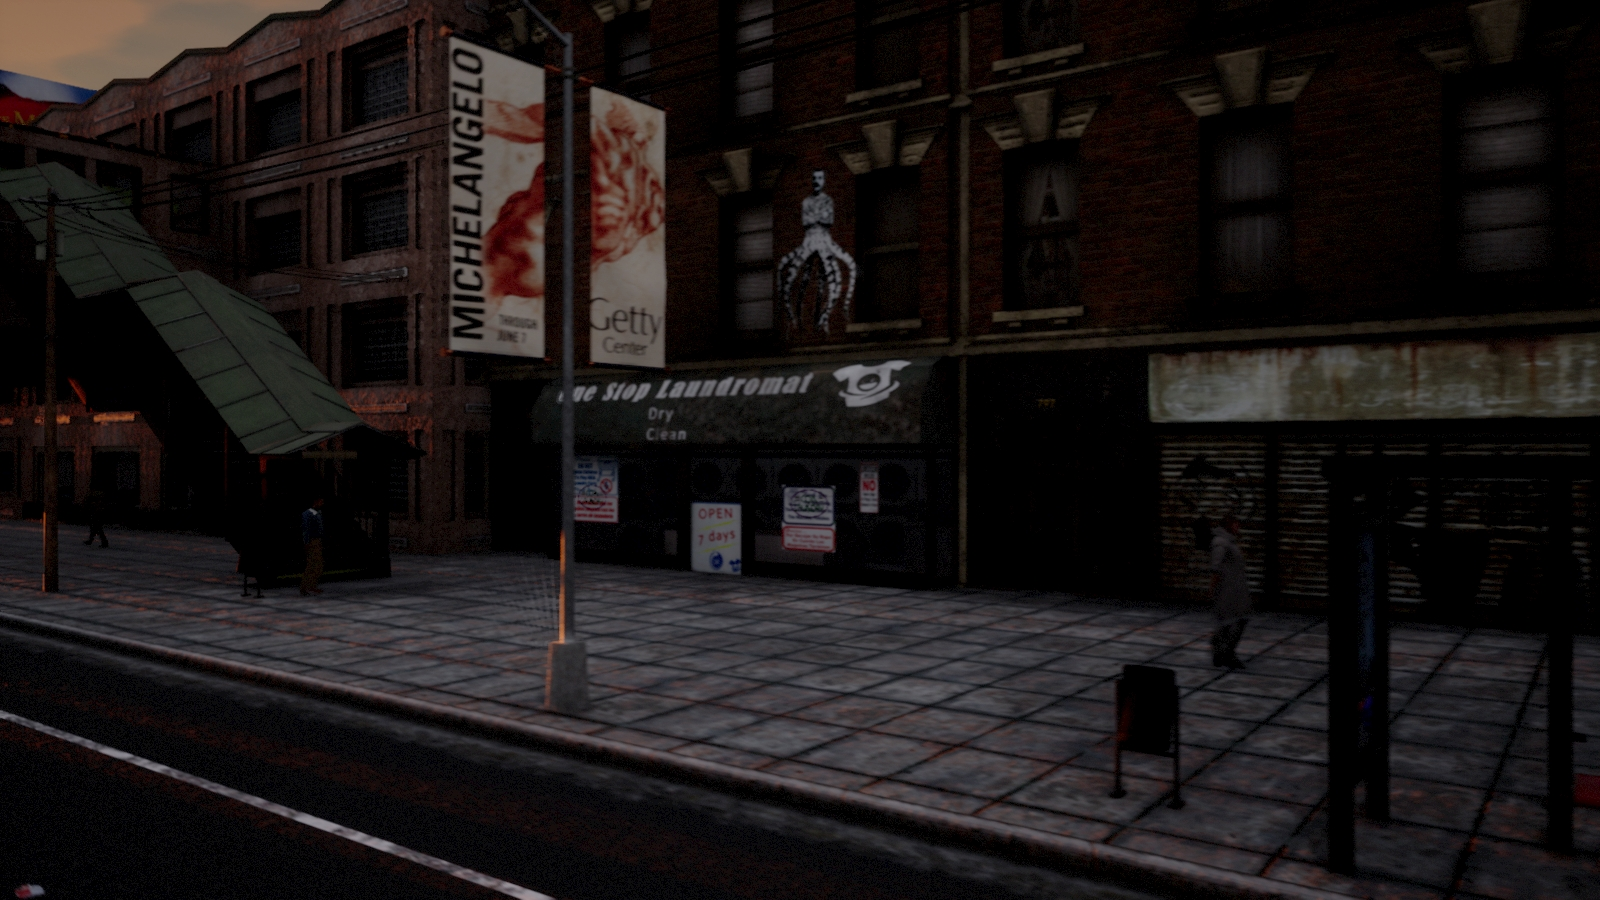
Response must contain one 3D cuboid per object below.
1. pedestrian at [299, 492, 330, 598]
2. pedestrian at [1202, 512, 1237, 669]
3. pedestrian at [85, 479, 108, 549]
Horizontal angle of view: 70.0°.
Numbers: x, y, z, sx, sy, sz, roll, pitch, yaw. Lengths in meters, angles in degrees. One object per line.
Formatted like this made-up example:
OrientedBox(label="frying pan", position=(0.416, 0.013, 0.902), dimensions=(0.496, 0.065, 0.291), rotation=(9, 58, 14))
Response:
OrientedBox(label="pedestrian", position=(-8.718, 1.700, 20.515), dimensions=(0.375, 1.860, 0.375), rotation=(0, 0, 3))
OrientedBox(label="pedestrian", position=(5.139, 1.701, 13.991), dimensions=(0.375, 1.860, 0.375), rotation=(0, 0, 23))
OrientedBox(label="pedestrian", position=(-18.832, 1.701, 30.575), dimensions=(0.375, 1.860, 0.375), rotation=(0, 0, 19))
